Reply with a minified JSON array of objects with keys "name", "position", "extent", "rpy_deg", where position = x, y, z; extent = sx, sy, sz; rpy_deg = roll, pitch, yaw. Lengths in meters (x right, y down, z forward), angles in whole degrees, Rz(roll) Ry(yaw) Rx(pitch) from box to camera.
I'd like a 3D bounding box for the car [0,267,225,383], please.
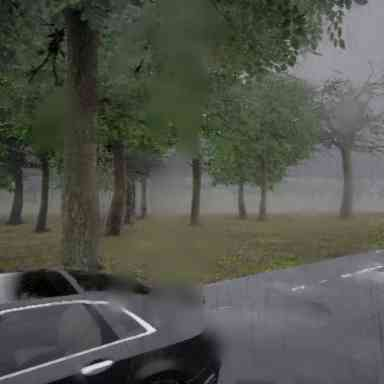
[{"name":"car","position":[-1.948,1.504,2.600],"extent":[4.892,1.490,1.837],"rpy_deg":[0,0,-36]}]
